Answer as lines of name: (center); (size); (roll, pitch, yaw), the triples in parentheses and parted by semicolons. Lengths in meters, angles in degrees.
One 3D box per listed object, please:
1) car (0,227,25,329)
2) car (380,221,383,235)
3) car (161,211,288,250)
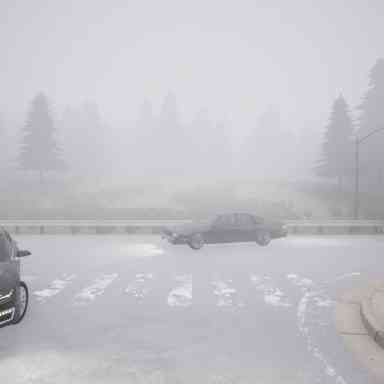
car: (-4.457, 1.505, 6.627); (1.837, 1.490, 4.892); (0, 0, -28)
car: (11.237, 1.491, 15.146); (4.902, 1.511, 2.128); (0, 0, 0)
car: (1.458, 1.547, 14.268); (5.357, 1.411, 2.033); (0, 0, -20)
